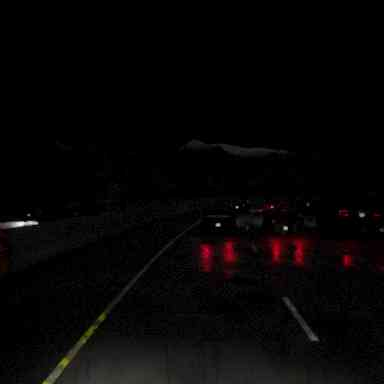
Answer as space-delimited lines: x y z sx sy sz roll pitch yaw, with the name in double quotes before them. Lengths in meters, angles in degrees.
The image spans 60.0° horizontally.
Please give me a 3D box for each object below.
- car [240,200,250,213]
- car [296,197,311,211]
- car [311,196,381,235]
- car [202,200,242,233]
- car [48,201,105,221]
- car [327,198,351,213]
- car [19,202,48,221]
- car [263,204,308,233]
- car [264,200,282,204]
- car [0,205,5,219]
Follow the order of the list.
"car" 5.184 1.515 36.230 1.994 1.385 4.181 0 0 15
"car" 12.250 1.321 35.544 2.097 1.767 4.553 0 0 15
"car" 8.610 1.210 18.793 2.150 2.045 5.566 0 0 8
"car" 1.659 1.463 19.353 2.128 1.511 4.902 0 0 8
"car" -8.280 1.417 24.914 1.882 1.535 5.008 0 0 10
"car" 16.404 1.453 37.365 1.882 1.535 5.008 0 0 17
"car" -11.584 1.493 26.286 1.994 1.385 4.181 0 0 11
"car" 5.171 1.580 19.420 1.895 1.301 4.718 0 0 8
"car" 8.810 1.524 36.245 1.994 1.385 4.181 0 0 15
"car" -15.571 1.416 23.614 2.128 1.511 4.902 0 0 9
